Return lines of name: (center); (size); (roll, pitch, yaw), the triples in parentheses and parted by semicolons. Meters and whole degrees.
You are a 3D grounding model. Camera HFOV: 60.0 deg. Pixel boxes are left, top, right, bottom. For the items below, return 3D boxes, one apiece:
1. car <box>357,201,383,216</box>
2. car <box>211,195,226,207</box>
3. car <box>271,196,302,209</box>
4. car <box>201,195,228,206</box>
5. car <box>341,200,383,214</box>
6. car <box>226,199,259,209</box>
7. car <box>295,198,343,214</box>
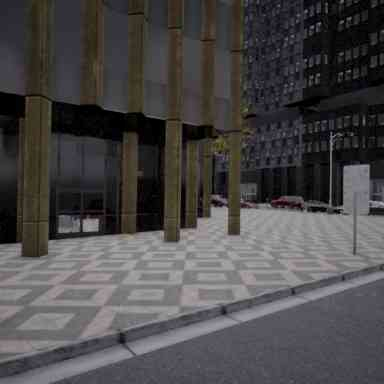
car: (16.308, 1.516, 29.309); (2.008, 1.369, 4.403); (1, -1, -35)
car: (3.543, 1.310, 47.291); (2.192, 1.841, 5.009); (1, -1, -35)
car: (13.679, 1.486, 47.737); (2.192, 1.841, 5.009); (1, -1, -35)
car: (4.104, 1.510, 61.221); (2.192, 1.841, 5.009); (1, -1, -35)
car: (20.060, 1.707, 38.746); (2.008, 1.369, 4.403); (1, -1, -35)
car: (6.731, 1.569, 42.793); (1.802, 1.307, 4.206); (1, -1, -35)
car: (13.115, 1.539, 33.803); (1.947, 1.339, 4.313); (1, -1, -35)
